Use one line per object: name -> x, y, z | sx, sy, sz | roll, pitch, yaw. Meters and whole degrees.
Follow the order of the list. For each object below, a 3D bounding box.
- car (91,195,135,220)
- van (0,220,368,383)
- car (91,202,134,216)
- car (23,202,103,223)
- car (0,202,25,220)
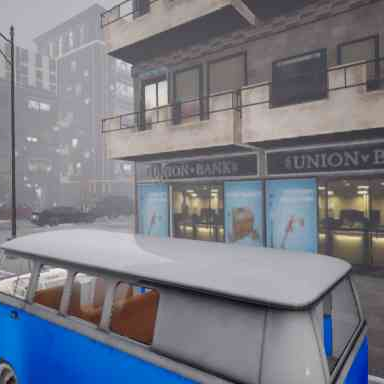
car -> -6.474, 1.324, 29.581 | 2.150, 2.045, 5.566 | -1, -1, 36
van -> -0.479, 1.342, 3.202 | 3.998, 1.788, 1.690 | 0, -1, 36
car -> -8.644, 1.798, 36.426 | 1.947, 1.339, 4.313 | -2, -1, 36
car -> -8.573, 1.583, 22.375 | 1.947, 1.339, 4.313 | -2, -1, 36
car -> -15.324, 1.608, 27.343 | 1.967, 1.590, 4.097 | -2, -1, 36
